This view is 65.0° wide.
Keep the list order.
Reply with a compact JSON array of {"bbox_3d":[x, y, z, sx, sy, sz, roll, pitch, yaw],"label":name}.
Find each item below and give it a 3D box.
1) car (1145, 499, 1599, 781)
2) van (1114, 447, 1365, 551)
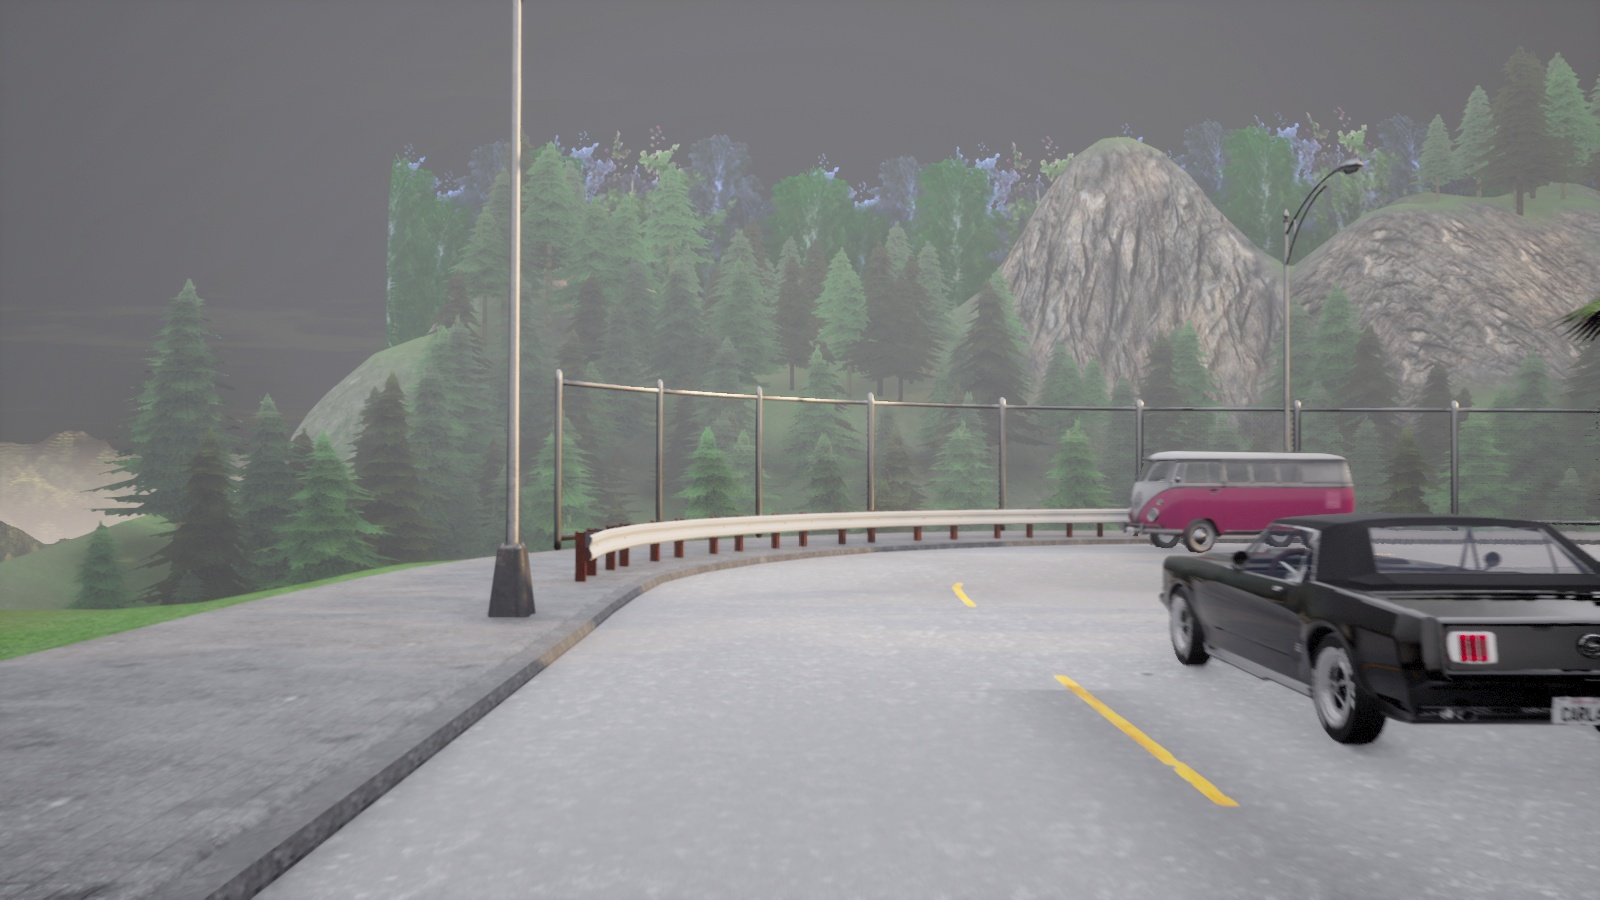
[{"bbox_3d":[3.981,1.044,8.655,1.895,1.301,4.718,0,-1,0],"label":"car"},{"bbox_3d":[8.814,0.957,25.319,4.442,1.987,1.775,0,-1,-10],"label":"van"}]
